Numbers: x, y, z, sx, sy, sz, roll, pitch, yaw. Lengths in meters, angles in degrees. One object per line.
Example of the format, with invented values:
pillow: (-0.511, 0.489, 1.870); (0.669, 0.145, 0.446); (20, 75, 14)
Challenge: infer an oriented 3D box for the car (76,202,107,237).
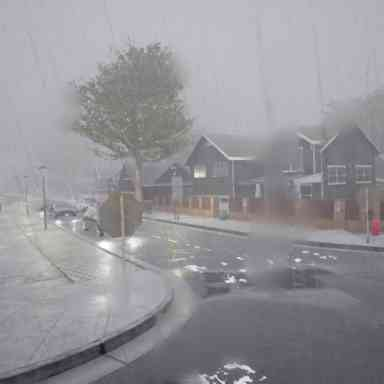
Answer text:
car: (-4.886, 1.562, 18.879); (1.837, 1.490, 4.892); (-3, 2, -32)

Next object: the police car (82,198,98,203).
police car: (-10.612, 1.419, 34.042); (2.038, 1.542, 4.974); (-3, 1, -31)

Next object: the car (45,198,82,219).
car: (-12.055, 1.586, 30.804); (2.033, 1.411, 5.357); (-3, 1, -30)

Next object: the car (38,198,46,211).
car: (-17.990, 1.540, 41.475); (1.837, 1.490, 4.892); (-3, 1, -28)
